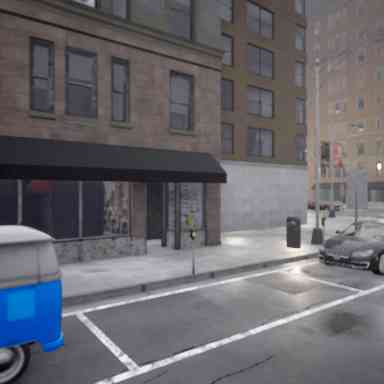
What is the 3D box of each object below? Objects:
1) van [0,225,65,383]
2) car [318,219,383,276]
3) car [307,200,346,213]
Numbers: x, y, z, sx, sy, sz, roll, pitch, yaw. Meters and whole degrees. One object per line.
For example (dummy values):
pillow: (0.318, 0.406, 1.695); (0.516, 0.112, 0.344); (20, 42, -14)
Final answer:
van: (-3.523, 1.342, 3.674); (3.998, 1.788, 1.690); (0, 0, -36)
car: (5.688, 1.543, 10.261); (4.403, 1.369, 2.008); (0, 0, -36)
car: (13.704, 1.483, 35.387); (1.895, 1.301, 4.718); (0, 0, -36)
